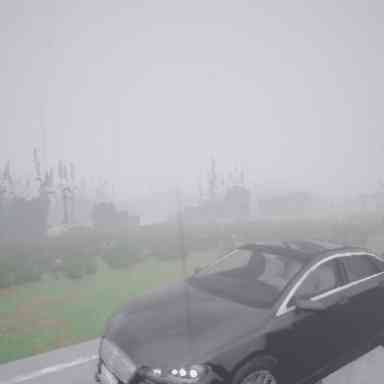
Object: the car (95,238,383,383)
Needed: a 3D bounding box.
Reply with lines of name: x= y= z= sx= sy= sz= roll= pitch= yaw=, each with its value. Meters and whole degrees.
car: x=1.230 y=1.460 z=4.495 sx=4.902 sy=1.511 sz=2.128 roll=-1 pitch=0 yaw=-35
